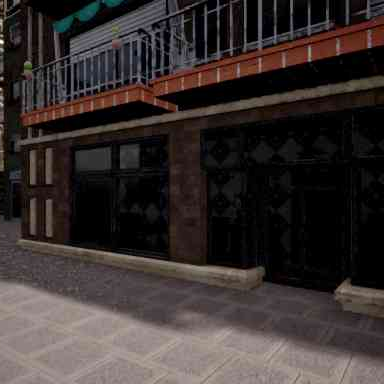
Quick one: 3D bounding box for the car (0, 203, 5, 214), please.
[{"bbox_3d":[-19.409,1.320,30.057,1.967,1.590,4.097,0,1,36],"label":"car"}]
